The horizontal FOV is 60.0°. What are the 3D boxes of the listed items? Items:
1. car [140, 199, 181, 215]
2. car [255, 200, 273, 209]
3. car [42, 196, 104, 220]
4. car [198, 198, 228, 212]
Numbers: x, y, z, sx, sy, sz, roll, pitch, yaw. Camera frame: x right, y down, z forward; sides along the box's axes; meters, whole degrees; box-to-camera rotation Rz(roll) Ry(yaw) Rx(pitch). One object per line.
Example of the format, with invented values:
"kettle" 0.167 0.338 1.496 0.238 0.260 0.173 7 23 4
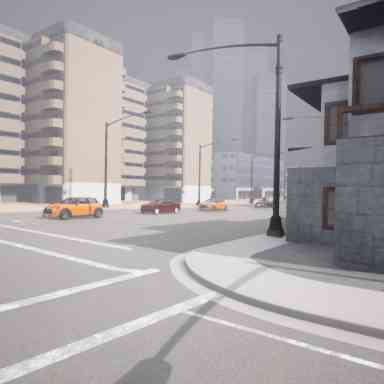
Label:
"car" -3.192 1.464 34.331 1.882 1.535 5.008 2 0 36
"car" 12.053 2.009 55.193 2.128 1.511 4.902 2 0 36
"car" -9.226 1.175 26.003 2.097 1.767 4.553 2 0 36
"car" 2.699 1.560 42.433 2.097 1.767 4.553 2 -1 36
